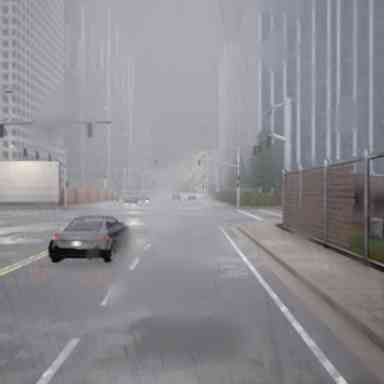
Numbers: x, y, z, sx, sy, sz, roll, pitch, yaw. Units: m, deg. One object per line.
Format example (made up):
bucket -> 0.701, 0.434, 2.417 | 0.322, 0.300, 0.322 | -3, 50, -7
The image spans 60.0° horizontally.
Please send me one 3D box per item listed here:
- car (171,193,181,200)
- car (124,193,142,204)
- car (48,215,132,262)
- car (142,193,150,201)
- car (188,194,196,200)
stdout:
car -> -3.539, 1.082, 74.590 | 1.837, 1.490, 4.892 | 0, 0, 0
car -> -10.565, 1.333, 58.044 | 2.033, 1.411, 5.357 | 0, 0, 1
car -> -3.444, 1.518, 11.939 | 1.994, 1.385, 4.181 | 0, 0, 0
car -> -10.538, 0.977, 73.346 | 2.097, 1.767, 4.553 | 0, 0, 0
car -> -0.039, 1.177, 74.622 | 1.895, 1.301, 4.718 | 0, 0, 0
